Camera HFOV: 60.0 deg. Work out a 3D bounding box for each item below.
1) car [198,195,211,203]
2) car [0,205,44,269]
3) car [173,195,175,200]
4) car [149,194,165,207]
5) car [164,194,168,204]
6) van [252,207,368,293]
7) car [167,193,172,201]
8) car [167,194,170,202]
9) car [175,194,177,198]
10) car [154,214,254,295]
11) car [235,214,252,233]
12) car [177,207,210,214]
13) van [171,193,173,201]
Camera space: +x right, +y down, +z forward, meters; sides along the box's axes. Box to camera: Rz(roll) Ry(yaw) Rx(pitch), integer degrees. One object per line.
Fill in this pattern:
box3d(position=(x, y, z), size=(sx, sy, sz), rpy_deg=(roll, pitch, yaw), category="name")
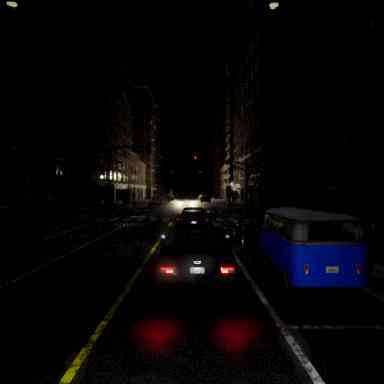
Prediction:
box3d(position=(2.816, 1.404, 68.649), size=(1.967, 1.590, 4.097), rpy_deg=(0, 0, 0), category="car")
box3d(position=(-5.674, 1.313, 8.567), size=(2.192, 1.841, 5.009), rpy_deg=(0, 0, 0), category="car")
box3d(position=(-5.715, 1.516, 79.510), size=(2.008, 1.369, 4.403), rpy_deg=(0, 0, 0), category="car")
box3d(position=(-5.699, 1.493, 52.086), size=(1.752, 1.417, 4.829), rpy_deg=(0, 0, 0), category="car")
box3d(position=(-5.702, 1.517, 57.706), size=(2.008, 1.369, 4.403), rpy_deg=(0, 0, 0), category="car")
box3d(position=(2.850, 1.339, 8.612), size=(1.690, 1.788, 3.998), rpy_deg=(0, 0, 0), category="van")
box3d(position=(-5.709, 1.509, 68.608), size=(1.887, 1.381, 4.507), rpy_deg=(0, 0, 0), category="car")
box3d(position=(-5.706, 1.509, 63.157), size=(1.887, 1.381, 4.507), rpy_deg=(0, 0, 0), category="car")
box3d(position=(-5.719, 1.282, 84.961), size=(2.192, 1.841, 5.009), rpy_deg=(0, 0, 0), category="car")
box3d(position=(0.096, 1.546, 8.881), size=(2.033, 1.411, 5.357), rpy_deg=(0, 0, 0), category="car")
box3d(position=(2.848, 1.562, 14.272), size=(1.947, 1.339, 4.313), rpy_deg=(0, 0, 0), category="car")
box3d(position=(0.090, 1.557, 19.200), size=(1.994, 1.385, 4.181), rpy_deg=(0, 0, 0), category="car")
box3d(position=(-5.712, 1.305, 74.059), size=(1.690, 1.788, 3.998), rpy_deg=(0, 0, 0), category="van")
